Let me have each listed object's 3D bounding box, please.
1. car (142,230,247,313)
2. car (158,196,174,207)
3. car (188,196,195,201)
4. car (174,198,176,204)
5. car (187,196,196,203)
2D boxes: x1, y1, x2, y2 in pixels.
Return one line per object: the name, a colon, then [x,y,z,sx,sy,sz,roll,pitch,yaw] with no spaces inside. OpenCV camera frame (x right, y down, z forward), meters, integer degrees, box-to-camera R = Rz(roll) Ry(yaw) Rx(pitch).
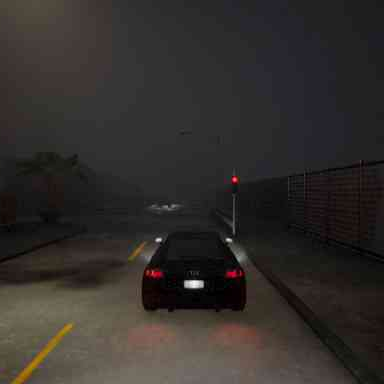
car: [0.045,1.576,7.790,1.994,1.385,4.181,0,0,0]
car: [-4.218,1.557,51.822,1.882,1.535,5.008,0,0,0]
car: [-0.210,1.656,85.760,1.812,1.442,4.674,0,0,0]
car: [-4.200,1.590,65.064,2.128,1.511,4.902,0,0,0]
car: [-0.184,1.640,75.520,1.812,1.442,4.674,0,0,0]
